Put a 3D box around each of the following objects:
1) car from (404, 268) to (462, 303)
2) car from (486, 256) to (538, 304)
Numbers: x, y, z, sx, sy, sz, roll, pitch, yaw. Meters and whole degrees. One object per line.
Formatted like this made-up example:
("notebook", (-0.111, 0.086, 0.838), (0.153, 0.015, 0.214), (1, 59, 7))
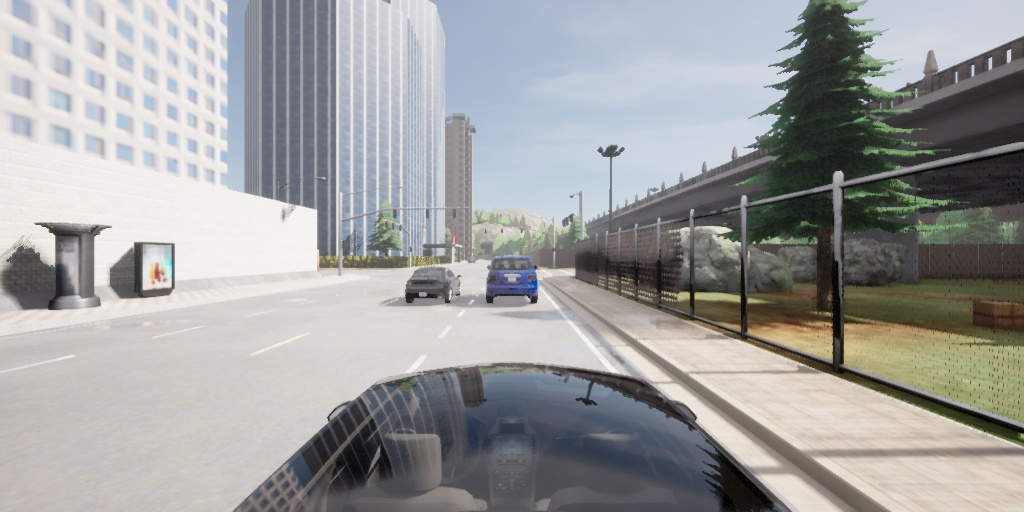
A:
("car", (-3.500, 1.264, 16.500), (1.837, 1.490, 4.892), (0, 0, 0))
("car", (0.000, 1.006, 16.530), (2.150, 2.045, 5.566), (0, 0, 0))
